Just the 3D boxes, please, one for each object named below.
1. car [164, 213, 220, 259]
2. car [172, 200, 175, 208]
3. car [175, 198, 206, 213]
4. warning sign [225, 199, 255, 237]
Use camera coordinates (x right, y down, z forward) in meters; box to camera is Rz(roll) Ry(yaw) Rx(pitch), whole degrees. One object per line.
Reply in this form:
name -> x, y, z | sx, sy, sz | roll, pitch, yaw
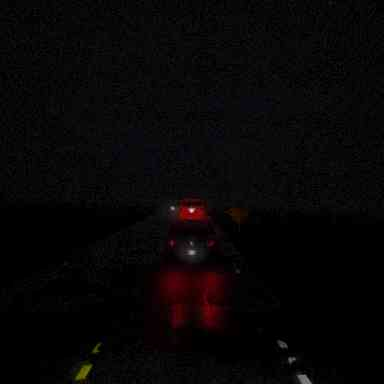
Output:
car -> 0.004, 1.753, 13.291 | 1.895, 1.301, 4.718 | 0, -1, 0
car -> -2.822, 2.239, 64.669 | 1.882, 1.535, 5.008 | 0, -1, 0
car -> -0.013, 1.536, 27.613 | 2.150, 2.045, 5.566 | 0, 0, 0
warning sign -> 2.404, 1.310, 16.991 | 1.300, 1.860, 1.060 | -2, -3, 0
